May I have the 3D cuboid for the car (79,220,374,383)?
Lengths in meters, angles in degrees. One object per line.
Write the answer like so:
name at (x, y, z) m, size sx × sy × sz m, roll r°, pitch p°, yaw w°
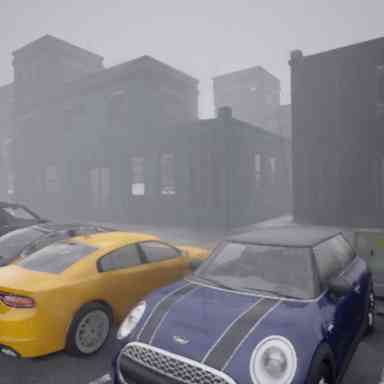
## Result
car at (1.090, 1.362, 4.616) m, size 2.185 × 1.767 × 4.553 m, roll 0°, pitch 0°, yaw 36°

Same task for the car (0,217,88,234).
car at (-3.445, 1.511, 7.830) m, size 2.231 × 1.521 × 4.892 m, roll 0°, pitch 0°, yaw 36°

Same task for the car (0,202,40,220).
car at (-5.691, 1.270, 9.466) m, size 2.435 × 2.045 × 5.566 m, roll 0°, pitch 0°, yaw 36°

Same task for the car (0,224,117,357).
car at (-1.292, 1.499, 6.276) m, size 2.097 × 1.535 × 5.008 m, roll 0°, pitch 0°, yaw 36°
